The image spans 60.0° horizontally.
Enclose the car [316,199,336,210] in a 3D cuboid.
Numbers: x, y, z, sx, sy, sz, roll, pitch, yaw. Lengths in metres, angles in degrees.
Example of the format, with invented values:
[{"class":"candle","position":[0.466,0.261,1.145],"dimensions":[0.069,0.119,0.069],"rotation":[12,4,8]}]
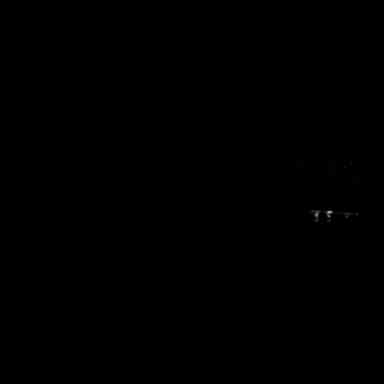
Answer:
[{"class":"car","position":[17.948,1.677,44.542],"dimensions":[1.812,1.442,4.674],"rotation":[0,0,30]}]

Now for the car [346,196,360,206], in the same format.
[{"class":"car","position":[20.970,1.240,42.782],"dimensions":[1.882,1.535,5.008],"rotation":[0,0,30]}]
